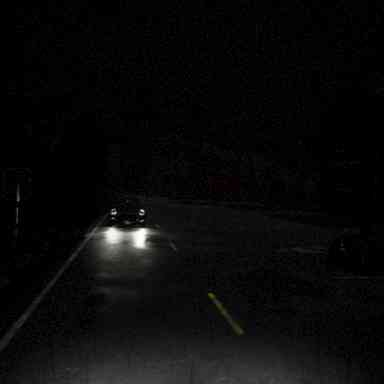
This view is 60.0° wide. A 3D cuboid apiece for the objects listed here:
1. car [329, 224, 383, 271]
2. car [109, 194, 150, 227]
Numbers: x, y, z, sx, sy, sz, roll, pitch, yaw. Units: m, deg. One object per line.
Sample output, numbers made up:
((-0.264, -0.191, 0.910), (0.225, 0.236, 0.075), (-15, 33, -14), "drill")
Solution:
((7.050, 1.847, 11.641), (4.181, 1.381, 1.994), (3, 0, -11), "car")
((-4.010, 1.124, 20.876), (2.097, 1.767, 4.553), (3, 0, -11), "car")
